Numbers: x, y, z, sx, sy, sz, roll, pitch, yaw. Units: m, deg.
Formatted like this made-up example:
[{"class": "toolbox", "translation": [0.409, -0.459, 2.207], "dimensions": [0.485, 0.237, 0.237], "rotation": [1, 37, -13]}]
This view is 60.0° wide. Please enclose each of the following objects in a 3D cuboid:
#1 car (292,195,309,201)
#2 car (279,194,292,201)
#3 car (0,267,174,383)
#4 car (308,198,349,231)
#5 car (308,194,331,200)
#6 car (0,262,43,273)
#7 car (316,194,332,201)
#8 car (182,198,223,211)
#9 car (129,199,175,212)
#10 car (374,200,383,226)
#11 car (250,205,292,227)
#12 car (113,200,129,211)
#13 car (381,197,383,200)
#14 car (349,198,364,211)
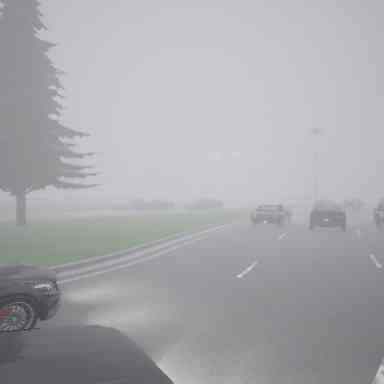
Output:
[{"class": "car", "translation": [23.134, 1.229, 69.385], "dimensions": [1.895, 1.301, 4.718], "rotation": [0, 0, 38]}, {"class": "car", "translation": [20.394, 1.168, 71.564], "dimensions": [1.812, 1.442, 4.674], "rotation": [0, 0, 38]}, {"class": "car", "translation": [-2.590, 1.560, 1.698], "dimensions": [5.357, 1.411, 2.033], "rotation": [-1, 0, -33]}, {"class": "car", "translation": [8.276, 1.363, 20.042], "dimensions": [1.882, 1.535, 5.008], "rotation": [0, 0, 25]}, {"class": "car", "translation": [16.051, 1.297, 40.670], "dimensions": [1.812, 1.442, 4.674], "rotation": [0, 0, 33]}, {"class": "car", "translation": [-4.438, 1.539, 4.856], "dimensions": [4.674, 1.442, 1.812], "rotation": [-1, 1, -33]}, {"class": "car", "translation": [27.535, 1.152, 69.332], "dimensions": [1.994, 1.385, 4.181], "rotation": [0, 0, 38]}, {"class": "car", "translation": [1.337, 1.419, 38.246], "dimensions": [5.357, 1.411, 2.033], "rotation": [0, 0, -45]}, {"class": "car", "translation": [-4.292, 1.509, 37.790], "dimensions": [4.718, 1.301, 1.895], "rotation": [-1, 0, -42]}, {"class": "car", "translation": [12.913, 1.452, 21.551], "dimensions": [1.895, 1.301, 4.718], "rotation": [0, 0, 27]}, {"class": "car", "translation": [5.402, 1.497, 22.164], "dimensions": [1.895, 1.301, 4.718], "rotation": [0, 0, 25]}, {"class": "car", "translation": [-7.080, 1.519, 39.968], "dimensions": [4.718, 1.301, 1.895], "rotation": [-1, 0, -41]}, {"class": "car", "translation": [21.748, 1.249, 36.600], "dimensions": [1.837, 1.490, 4.892], "rotation": [0, -1, 33]}, {"class": "car", "translation": [18.233, 1.367, 37.651], "dimensions": [1.895, 1.301, 4.718], "rotation": [0, 0, 33]}]
